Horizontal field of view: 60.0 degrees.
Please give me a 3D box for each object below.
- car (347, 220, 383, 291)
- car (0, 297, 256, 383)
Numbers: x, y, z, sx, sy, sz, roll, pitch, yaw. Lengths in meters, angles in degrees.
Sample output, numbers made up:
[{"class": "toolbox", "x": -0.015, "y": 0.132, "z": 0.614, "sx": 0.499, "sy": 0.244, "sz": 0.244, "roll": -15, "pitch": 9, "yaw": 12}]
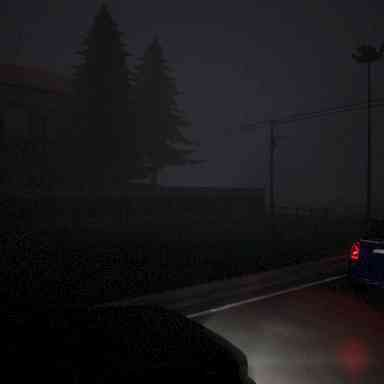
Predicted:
[{"class": "car", "x": 5.698, "y": 1.352, "z": 7.818, "sx": 4.553, "sy": 1.767, "sz": 2.097, "roll": 0, "pitch": 0, "yaw": -35}, {"class": "car", "x": -2.001, "y": 1.547, "z": 2.299, "sx": 5.357, "sy": 1.411, "sz": 2.033, "roll": 0, "pitch": 0, "yaw": -36}]
